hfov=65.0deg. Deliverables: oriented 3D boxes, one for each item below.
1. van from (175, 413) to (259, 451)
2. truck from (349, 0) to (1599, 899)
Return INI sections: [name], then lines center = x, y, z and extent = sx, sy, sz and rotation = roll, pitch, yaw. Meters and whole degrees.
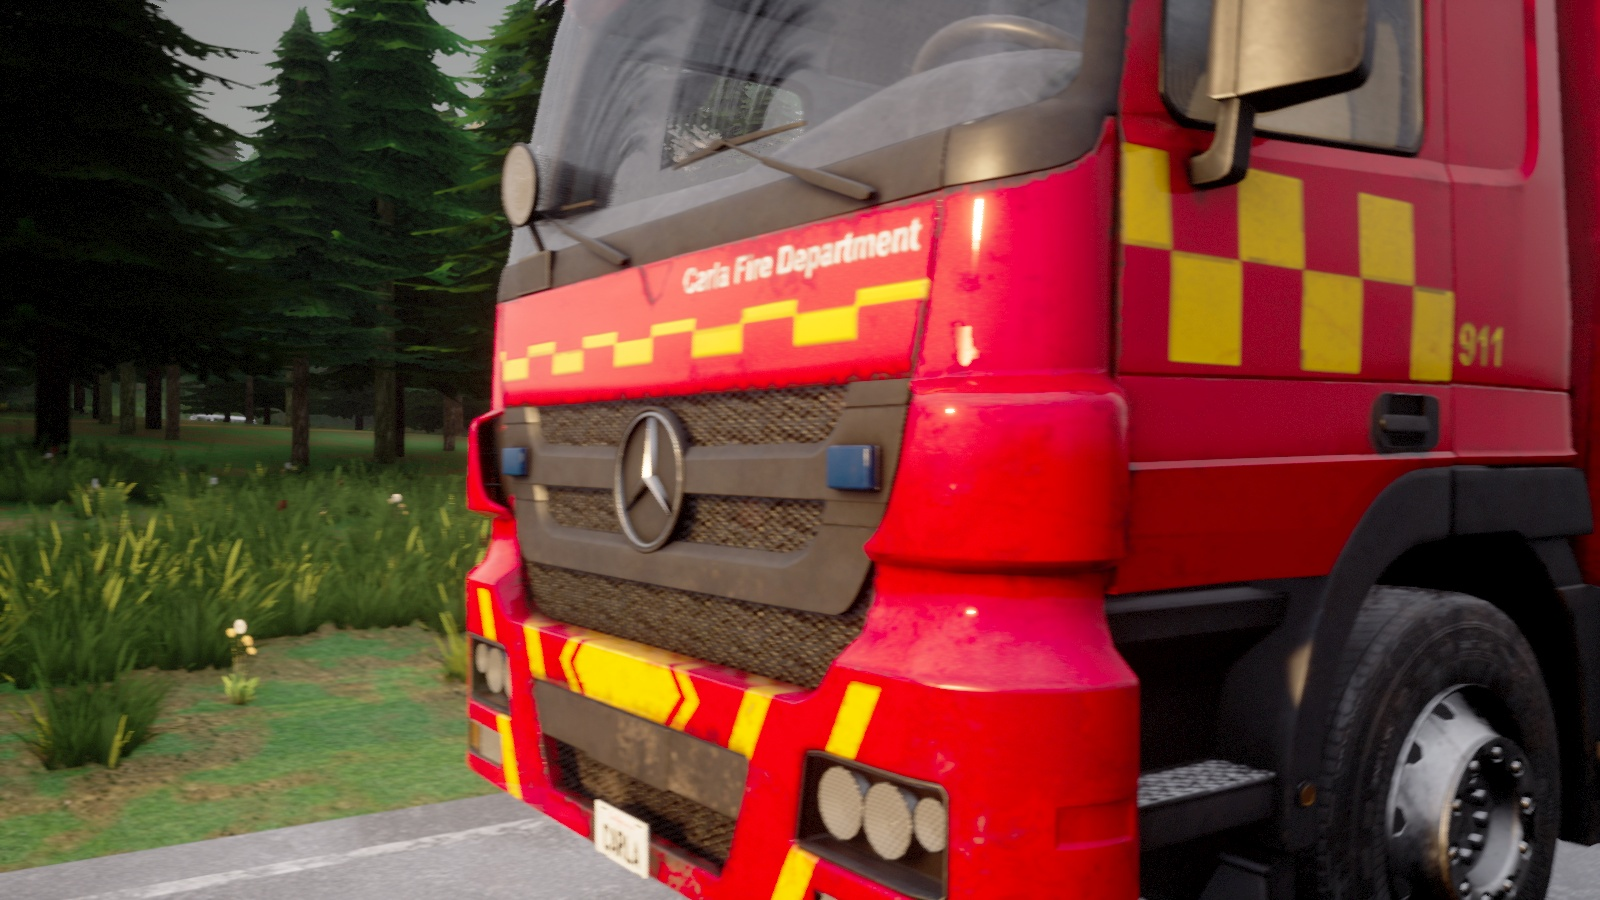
[van]
center = -38.004, -1.133, 81.890
extent = 4.480, 2.038, 2.069
rotation = 6, -4, -37
[truck]
center = 2.745, -0.410, 5.574
extent = 8.468, 3.827, 2.891
rotation = 0, 0, -35
